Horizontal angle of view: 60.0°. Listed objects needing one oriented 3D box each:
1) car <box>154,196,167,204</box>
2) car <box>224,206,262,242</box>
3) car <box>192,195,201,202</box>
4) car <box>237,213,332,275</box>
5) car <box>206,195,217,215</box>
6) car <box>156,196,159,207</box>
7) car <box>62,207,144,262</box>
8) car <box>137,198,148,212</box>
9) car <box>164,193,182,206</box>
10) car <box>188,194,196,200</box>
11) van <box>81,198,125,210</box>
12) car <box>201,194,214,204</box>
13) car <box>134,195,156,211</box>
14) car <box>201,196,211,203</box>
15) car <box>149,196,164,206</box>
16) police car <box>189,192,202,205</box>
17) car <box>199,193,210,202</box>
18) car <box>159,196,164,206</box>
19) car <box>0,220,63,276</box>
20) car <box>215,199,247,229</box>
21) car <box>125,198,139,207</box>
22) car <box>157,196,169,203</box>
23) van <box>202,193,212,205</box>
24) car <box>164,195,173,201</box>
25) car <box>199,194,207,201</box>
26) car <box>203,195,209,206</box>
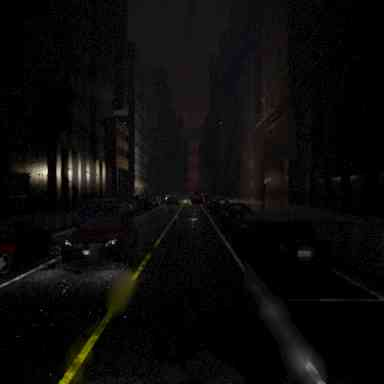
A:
[{"bbox_3d":[-5.771,1.463,60.631,1.947,1.339,4.313,0,0,0],"label":"car"},{"bbox_3d":[2.759,1.552,15.832,1.802,1.307,4.206,0,0,0],"label":"car"},{"bbox_3d":[0.893,1.411,71.380,1.812,1.442,4.674,0,0,0],"label":"car"},{"bbox_3d":[2.760,1.547,10.230,1.947,1.339,4.313,0,0,0],"label":"car"},{"bbox_3d":[2.757,1.381,32.636,1.967,1.590,4.097,0,0,0],"label":"car"},{"bbox_3d":[-5.769,1.504,43.825,1.802,1.307,4.206,0,0,0],"label":"car"},{"bbox_3d":[-3.101,1.502,12.097,1.812,1.442,4.674,0,0,0],"label":"car"},{"bbox_3d":[-5.768,1.523,32.620,1.802,1.307,4.206,0,0,0],"label":"car"},{"bbox_3d":[-3.078,1.386,52.610,1.882,1.535,5.008,0,0,0],"label":"car"},{"bbox_3d":[-0.009,1.354,90.500,1.994,1.385,4.181,0,0,0],"label":"car"},{"bbox_3d":[-5.767,1.301,21.416,1.690,1.788,3.998,0,0,0],"label":"van"},{"bbox_3d":[2.753,1.213,60.644,2.192,1.841,5.009,0,0,0],"label":"car"},{"bbox_3d":[-5.769,1.246,38.222,2.192,1.841,5.009,0,0,0],"label":"car"},{"bbox_3d":[2.753,1.473,66.247,1.802,1.307,4.206,0,0,0],"label":"car"},{"bbox_3d":[-5.771,1.456,55.029,2.008,1.369,4.403,0,0,0],"label":"car"},{"bbox_3d":[0.894,1.330,55.490,1.930,1.638,5.238,0,0,0],"label":"police car"},{"bbox_3d":[2.752,1.200,71.848,2.192,1.841,5.009,0,0,0],"label":"car"},{"bbox_3d":[-5.770,1.353,49.426,1.967,1.590,4.097,0,0,0],"label":"car"},{"bbox_3d":[-5.765,1.562,10.212,1.802,1.307,4.206,0,0,0],"label":"car"},{"bbox_3d":[2.758,1.401,21.432,1.967,1.590,4.097,0,0,0],"label":"car"},{"bbox_3d":[-5.768,1.476,26.849,1.752,1.417,4.829,0,0,0],"label":"car"},{"bbox_3d":[-5.772,1.456,66.233,1.947,1.339,4.313,0,0,0],"label":"car"},{"bbox_3d":[2.754,1.255,49.441,1.690,1.788,3.998,0,0,0],"label":"van"},{"bbox_3d":[-5.774,1.417,83.040,1.887,1.381,4.507,0,0,0],"label":"car"},{"bbox_3d":[2.751,1.313,83.052,1.967,1.590,4.097,0,0,0],"label":"car"},{"bbox_3d":[2.755,1.447,44.010,1.752,1.417,4.829,0,0,0],"label":"car"}]
